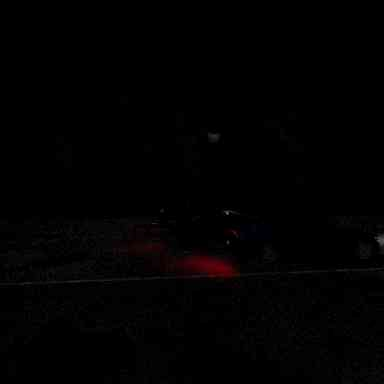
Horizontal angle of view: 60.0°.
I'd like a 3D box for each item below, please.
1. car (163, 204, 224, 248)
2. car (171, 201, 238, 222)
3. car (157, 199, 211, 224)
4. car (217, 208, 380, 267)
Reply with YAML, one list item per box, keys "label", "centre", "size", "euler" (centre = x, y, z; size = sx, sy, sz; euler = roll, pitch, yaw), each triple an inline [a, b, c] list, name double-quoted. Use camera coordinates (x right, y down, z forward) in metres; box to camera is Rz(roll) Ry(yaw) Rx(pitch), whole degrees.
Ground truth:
- label: "car"
  centre: [1.410, 1.428, 14.116]
  size: [4.902, 1.511, 2.128]
  euler: [0, 0, -9]
- label: "car"
  centre: [0.872, 1.415, 24.677]
  size: [4.674, 1.442, 1.812]
  euler: [0, 0, -9]
- label: "car"
  centre: [0.084, 1.257, 20.992]
  size: [4.553, 1.767, 2.097]
  euler: [0, 0, -9]
- label: "car"
  centre: [3.570, 1.431, 10.917]
  size: [5.008, 1.535, 1.882]
  euler: [0, 0, -9]
